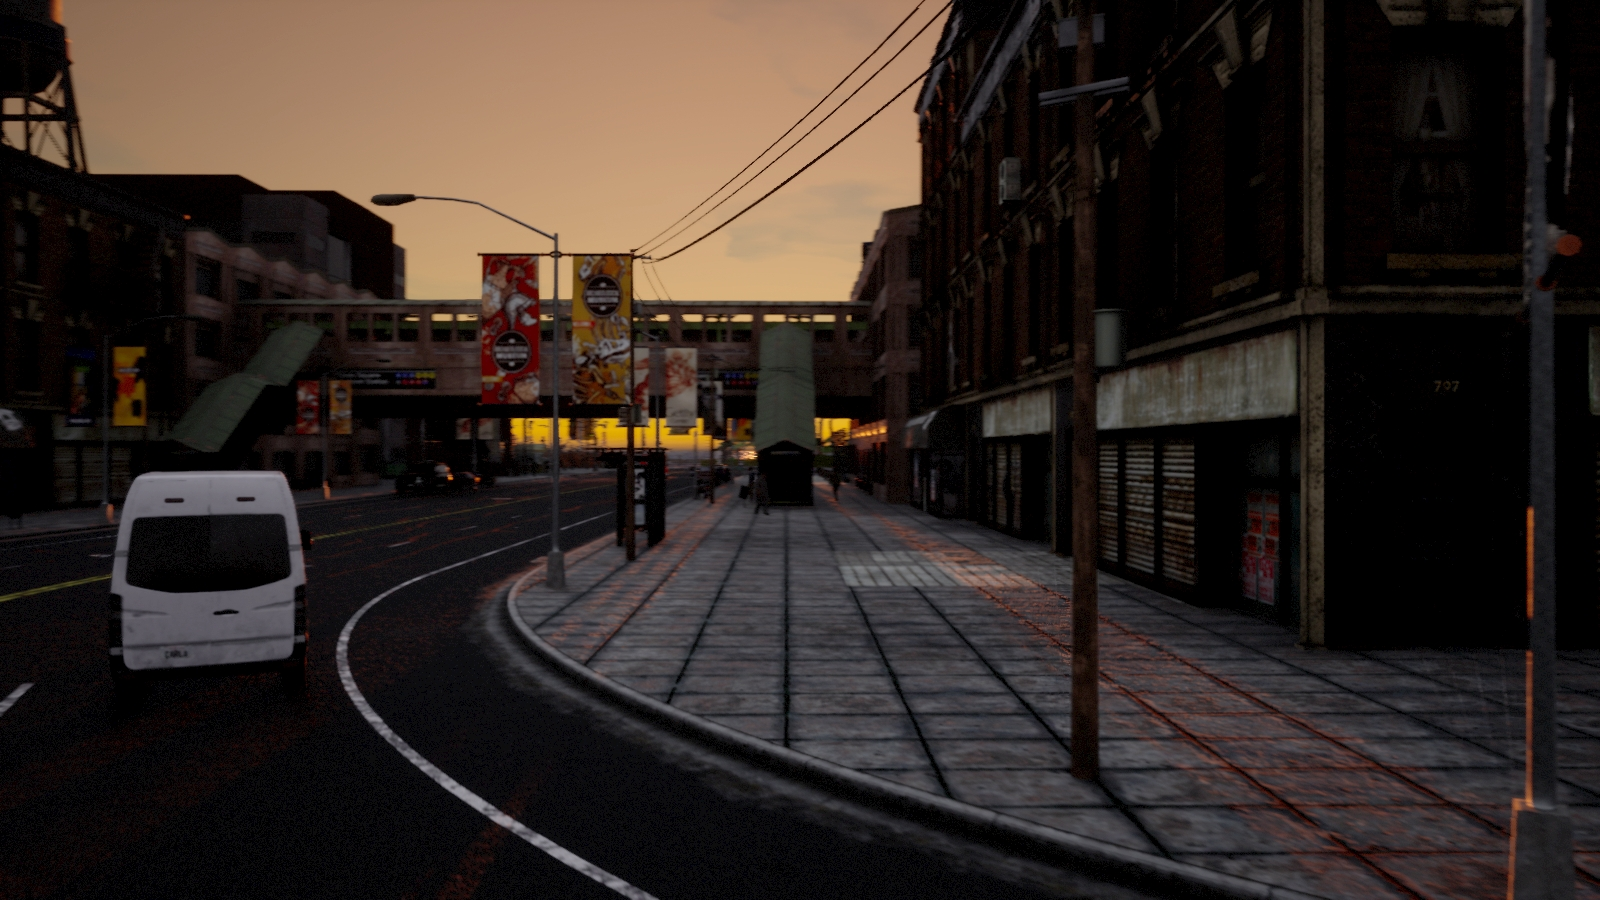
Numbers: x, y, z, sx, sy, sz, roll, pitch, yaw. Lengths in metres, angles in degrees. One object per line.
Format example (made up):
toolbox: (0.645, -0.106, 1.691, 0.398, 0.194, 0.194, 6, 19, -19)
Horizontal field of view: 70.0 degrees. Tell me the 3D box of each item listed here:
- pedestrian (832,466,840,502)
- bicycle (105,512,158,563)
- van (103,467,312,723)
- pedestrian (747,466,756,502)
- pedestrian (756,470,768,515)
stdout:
pedestrian: (1.878, 1.760, 59.808, 0.375, 1.860, 0.375, 0, 0, -8)
bicycle: (-17.140, 2.226, 29.329, 0.329, 1.171, 1.835, 0, 0, -2)
van: (-7.579, 1.544, 14.942, 1.988, 2.561, 5.915, 0, 0, -25)
pedestrian: (-2.513, 1.756, 58.987, 0.375, 1.860, 0.375, 0, 0, 16)
pedestrian: (-1.575, 1.744, 47.256, 0.375, 1.860, 0.375, 0, 0, -38)
